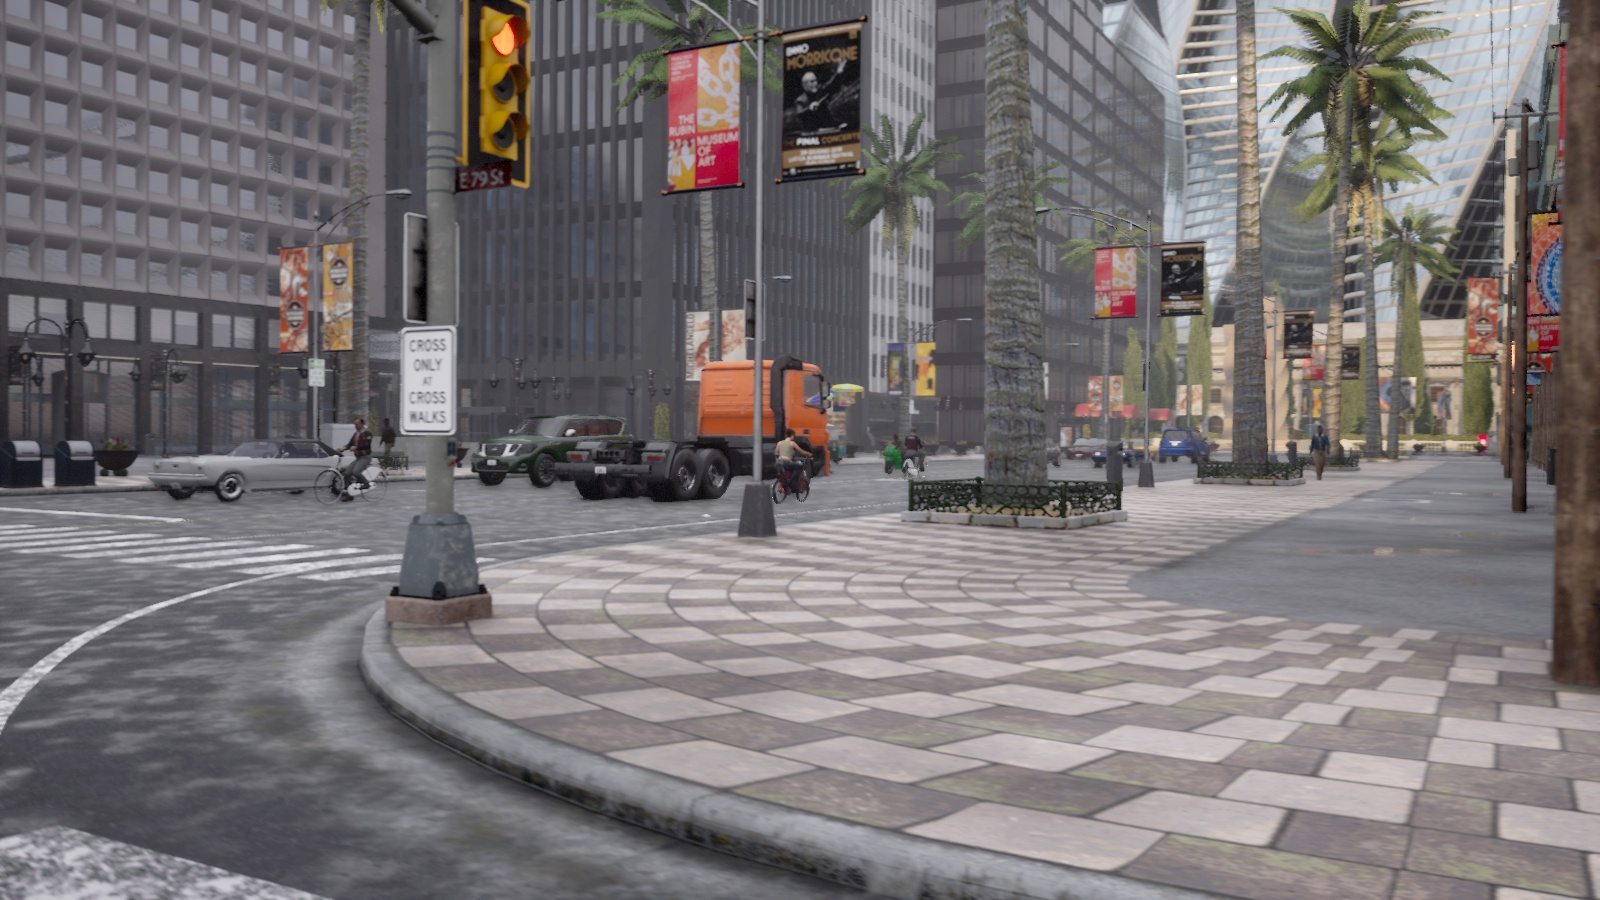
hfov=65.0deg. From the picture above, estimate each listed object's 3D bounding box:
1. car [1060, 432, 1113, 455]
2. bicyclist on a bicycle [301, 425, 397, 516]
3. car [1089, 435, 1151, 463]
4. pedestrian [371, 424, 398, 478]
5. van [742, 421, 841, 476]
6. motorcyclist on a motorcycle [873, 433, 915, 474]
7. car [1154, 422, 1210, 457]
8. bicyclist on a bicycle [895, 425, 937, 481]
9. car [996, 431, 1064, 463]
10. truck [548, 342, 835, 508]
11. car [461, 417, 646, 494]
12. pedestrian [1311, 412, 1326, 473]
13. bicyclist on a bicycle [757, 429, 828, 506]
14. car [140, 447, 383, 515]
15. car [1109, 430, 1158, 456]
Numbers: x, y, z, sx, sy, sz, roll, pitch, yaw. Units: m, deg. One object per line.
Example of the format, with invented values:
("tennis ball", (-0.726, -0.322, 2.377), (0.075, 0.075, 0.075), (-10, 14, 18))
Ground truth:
("car", (18.988, -0.428, 83.060), (2.163, 1.488, 4.792), (0, 1, 29))
("bicyclist on a bicycle", (-9.098, 0.394, 25.408), (0.659, 1.776, 1.843), (0, 1, 29))
("car", (16.184, -0.069, 63.418), (1.895, 1.301, 4.718), (0, 1, 29))
("pedestrian", (-14.084, 0.027, 42.577), (0.431, 1.840, 0.703), (0, 1, 33))
("van", (-0.262, -0.077, 48.171), (1.775, 1.987, 4.442), (0, 1, 30))
("motorcyclist on a motorcycle", (3.602, 0.117, 47.882), (0.797, 1.523, 2.044), (0, 1, 29))
("car", (23.247, -0.671, 76.277), (2.150, 2.045, 5.566), (0, 1, 29))
("bicyclist on a bicycle", (3.811, 0.083, 41.157), (0.659, 1.776, 1.843), (0, 1, 29))
("car", (11.408, -0.159, 61.975), (2.007, 1.525, 4.514), (0, 1, 28))
("truck", (-2.298, -0.583, 30.340), (2.891, 3.462, 7.936), (0, 1, 29))
("car", (-6.986, 0.094, 36.285), (2.150, 2.045, 5.566), (0, 1, 29))
("pedestrian", (16.590, -0.245, 40.199), (0.423, 1.949, 0.788), (0, 1, 22))
("bicyclist on a bicycle", (-0.146, 0.353, 27.040), (0.866, 1.612, 1.509), (0, 1, 30))
("car", (-11.763, 0.622, 27.775), (1.895, 1.301, 4.718), (0, 1, 30))
("car", (21.299, -0.475, 79.999), (1.801, 1.575, 5.366), (0, 1, 29))
